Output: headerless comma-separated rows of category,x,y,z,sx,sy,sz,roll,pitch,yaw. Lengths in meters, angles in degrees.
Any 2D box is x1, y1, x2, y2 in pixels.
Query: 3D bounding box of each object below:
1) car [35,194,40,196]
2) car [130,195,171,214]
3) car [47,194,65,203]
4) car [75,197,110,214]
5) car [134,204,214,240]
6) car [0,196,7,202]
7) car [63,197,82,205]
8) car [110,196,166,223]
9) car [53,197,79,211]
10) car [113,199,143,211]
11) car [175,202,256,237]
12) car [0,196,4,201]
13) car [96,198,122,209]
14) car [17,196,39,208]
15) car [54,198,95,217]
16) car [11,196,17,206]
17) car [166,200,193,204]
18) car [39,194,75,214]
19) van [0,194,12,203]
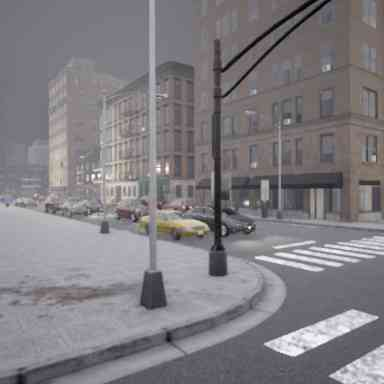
car,-34.424,1.538,77.132,1.947,1.339,4.313,0,0,-36
car,-4.567,1.292,35.838,2.192,1.841,5.009,0,0,-36
car,-27.789,1.288,67.955,2.192,1.841,5.009,0,0,-36
car,-10.227,1.508,34.319,1.837,1.490,4.892,0,0,-36
car,-1.017,1.544,17.235,1.752,1.417,4.829,0,0,-36
car,-44.244,1.561,77.019,2.008,1.369,4.403,0,0,-36
car,-21.154,1.524,58.780,2.008,1.369,4.403,0,0,-36
car,-4.317,1.357,26.130,2.097,1.767,4.553,0,0,-36
car,-16.237,1.479,42.708,1.882,1.535,5.008,0,0,-36
car,-7.883,1.542,40.427,1.947,1.339,4.313,0,0,-36
car,1.352,1.512,18.272,1.837,1.490,4.892,0,0,-37
car,-47.562,1.576,81.607,1.947,1.339,4.313,0,0,-36
car,-11.301,1.501,45.153,1.752,1.417,4.829,0,0,-36
car,-24.339,1.595,49.490,1.802,1.307,4.206,0,0,-36
car,-11.069,1.567,31.137,2.008,1.369,4.403,0,0,-36
car,-27.557,1.537,53.940,1.752,1.417,4.829,0,0,-36
car,-1.249,1.418,31.250,1.967,1.590,4.097,0,0,-36
car,-14.388,1.330,35.725,2.192,1.841,5.009,0,0,-36
van,-37.610,1.352,67.842,1.690,1.788,3.998,0,0,-36
